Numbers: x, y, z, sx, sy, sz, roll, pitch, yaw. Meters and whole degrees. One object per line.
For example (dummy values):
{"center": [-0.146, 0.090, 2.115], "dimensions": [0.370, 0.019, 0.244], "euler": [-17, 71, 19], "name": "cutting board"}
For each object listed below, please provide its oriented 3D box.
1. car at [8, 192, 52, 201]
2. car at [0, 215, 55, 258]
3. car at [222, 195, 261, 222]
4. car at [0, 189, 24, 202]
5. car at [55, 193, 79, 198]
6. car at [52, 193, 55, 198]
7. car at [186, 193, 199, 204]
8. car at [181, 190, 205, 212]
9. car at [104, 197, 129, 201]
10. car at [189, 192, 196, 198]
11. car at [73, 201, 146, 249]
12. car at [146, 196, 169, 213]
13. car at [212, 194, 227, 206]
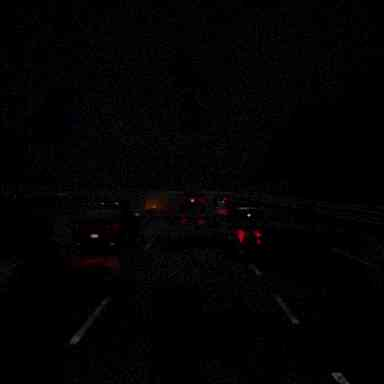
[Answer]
{"center": [-17.517, 1.091, 36.213], "dimensions": [1.837, 1.490, 4.892], "euler": [0, 1, 0], "name": "car"}
{"center": [-6.876, 1.484, 12.288], "dimensions": [1.895, 1.301, 4.718], "euler": [0, 1, 0], "name": "car"}
{"center": [3.648, 1.246, 23.638], "dimensions": [2.128, 1.511, 4.902], "euler": [0, 1, 0], "name": "car"}
{"center": [-27.956, 0.619, 51.467], "dimensions": [2.150, 2.045, 5.566], "euler": [0, 1, 1], "name": "car"}
{"center": [-20.941, 0.898, 57.032], "dimensions": [2.033, 1.411, 5.357], "euler": [0, 0, 1], "name": "car"}
{"center": [-24.446, 0.845, 56.634], "dimensions": [2.128, 1.511, 4.902], "euler": [0, 0, 1], "name": "car"}
{"center": [0.099, 0.904, 48.526], "dimensions": [1.882, 1.535, 5.008], "euler": [0, 1, 0], "name": "car"}
{"center": [0.067, 0.854, 32.847], "dimensions": [2.150, 2.045, 5.566], "euler": [0, 1, 0], "name": "car"}
{"center": [-6.839, 1.163, 29.939], "dimensions": [2.128, 1.511, 4.902], "euler": [0, 1, 0], "name": "car"}
{"center": [0.180, 0.807, 87.612], "dimensions": [1.882, 1.535, 5.008], "euler": [0, 0, 0], "name": "car"}
{"center": [-3.372, 1.343, 13.998], "dimensions": [1.882, 1.535, 5.008], "euler": [0, 1, 0], "name": "car"}
{"center": [-3.335, 1.121, 32.078], "dimensions": [1.882, 1.535, 5.008], "euler": [0, 1, 0], "name": "car"}
{"center": [3.682, 1.006, 41.965], "dimensions": [1.837, 1.490, 4.892], "euler": [0, -1, 1], "name": "car"}
